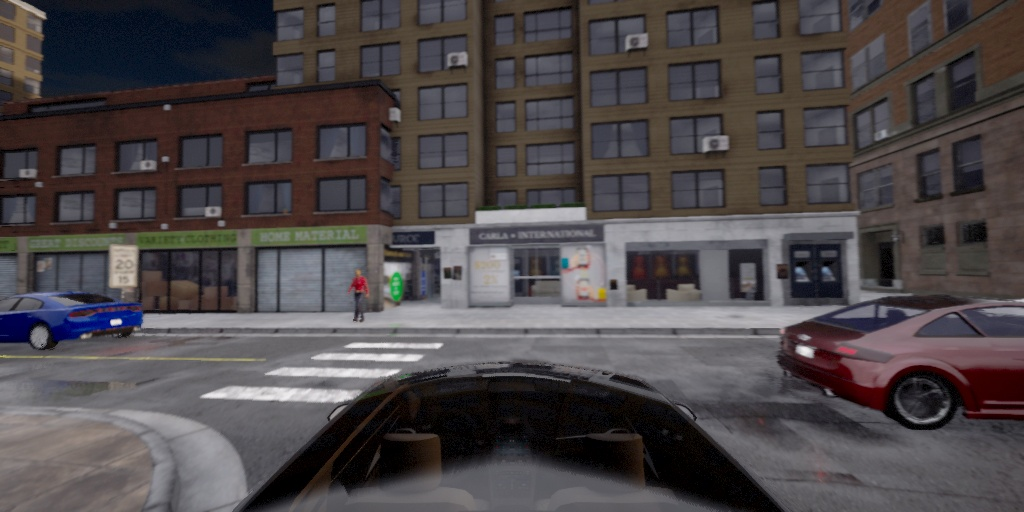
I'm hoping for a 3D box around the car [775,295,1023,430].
[{"bbox_3d":[6.019,1.218,4.664,4.181,1.385,1.994,-2,-2,8],"label":"car"}]

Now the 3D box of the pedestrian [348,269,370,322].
[{"bbox_3d":[-5.090,1.304,11.937,0.375,1.860,0.375,-1,-2,8],"label":"pedestrian"}]

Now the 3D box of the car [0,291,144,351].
[{"bbox_3d":[-13.673,1.802,10.540,5.008,1.535,1.882,-2,-2,8],"label":"car"}]

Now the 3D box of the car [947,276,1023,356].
[{"bbox_3d":[11.946,1.103,6.781,4.674,1.442,1.812,-2,-2,8],"label":"car"}]
